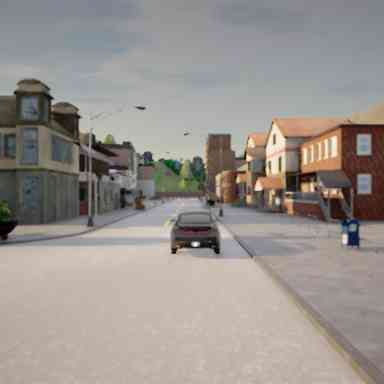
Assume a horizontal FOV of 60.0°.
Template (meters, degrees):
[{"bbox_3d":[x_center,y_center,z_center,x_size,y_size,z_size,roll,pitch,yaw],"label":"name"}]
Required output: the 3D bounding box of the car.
[{"bbox_3d":[0.130,1.559,13.940,1.837,1.490,4.892,0,0,0],"label":"car"}]
